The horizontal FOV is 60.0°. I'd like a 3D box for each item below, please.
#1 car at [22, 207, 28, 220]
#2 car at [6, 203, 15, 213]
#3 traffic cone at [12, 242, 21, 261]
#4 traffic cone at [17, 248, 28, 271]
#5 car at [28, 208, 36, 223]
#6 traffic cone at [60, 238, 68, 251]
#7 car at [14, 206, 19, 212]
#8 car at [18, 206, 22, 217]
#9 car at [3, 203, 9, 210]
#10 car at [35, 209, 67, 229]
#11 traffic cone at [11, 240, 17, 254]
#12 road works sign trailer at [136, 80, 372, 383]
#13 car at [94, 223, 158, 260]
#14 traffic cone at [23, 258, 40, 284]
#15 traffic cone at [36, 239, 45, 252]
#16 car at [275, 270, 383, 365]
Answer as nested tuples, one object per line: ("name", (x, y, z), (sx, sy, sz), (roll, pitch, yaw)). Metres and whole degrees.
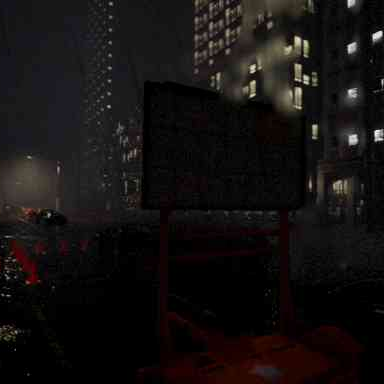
("car", (-18.017, 2.635, 38.429), (1.887, 1.381, 4.507), (3, -3, -32))
("car", (-33.132, 3.286, 62.516), (1.947, 1.339, 4.313), (3, -3, -32))
("traffic cone", (-6.574, 2.314, 12.701), (0.340, 0.580, 0.340), (2, -2, -32))
("traffic cone", (-5.510, 2.270, 11.007), (0.340, 0.580, 0.340), (2, -2, -32))
("car", (-14.992, 2.405, 33.615), (1.967, 1.590, 4.097), (3, -3, -32))
("traffic cone", (-5.942, 2.418, 15.456), (0.340, 0.580, 0.340), (2, -2, -32))
("car", (-24.063, 2.892, 48.065), (2.008, 1.369, 4.403), (3, -3, -32))
("car", (-21.041, 2.797, 43.246), (1.802, 1.307, 4.206), (3, -3, -32))
("car", (-39.268, 3.503, 72.297), (1.752, 1.417, 4.829), (3, -3, -32))
("car", (-11.971, 2.391, 28.794), (2.008, 1.369, 4.403), (3, -3, -32))
("traffic cone", (-7.636, 2.358, 14.394), (0.340, 0.580, 0.340), (2, -2, -32))
("road works sign trailer", (0.384, 0.623, 4.141), (2.380, 3.560, 2.880), (2, -2, -32))
("car", (-2.902, 2.016, 14.341), (2.008, 1.369, 4.403), (3, -3, -32))
("traffic cone", (-4.448, 2.226, 9.313), (0.340, 0.580, 0.340), (2, -2, -32))
("traffic cone", (-6.789, 2.388, 14.925), (0.340, 0.580, 0.340), (2, -2, -32))
("car", (3.144, 1.768, 4.706), (2.008, 1.369, 4.403), (3, -3, -32))
